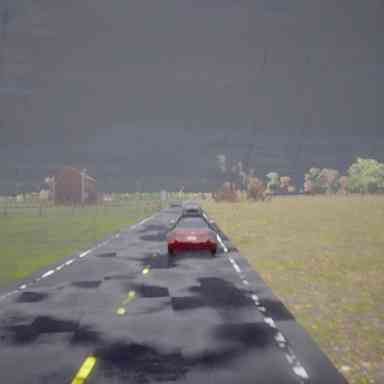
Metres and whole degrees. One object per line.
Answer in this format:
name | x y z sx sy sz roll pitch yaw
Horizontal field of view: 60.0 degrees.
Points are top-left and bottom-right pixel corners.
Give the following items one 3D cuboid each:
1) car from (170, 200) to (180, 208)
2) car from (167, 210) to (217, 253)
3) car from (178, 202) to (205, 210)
car | -2.717 2.126 58.344 1.994 1.385 4.181 0 -1 0
car | 0.011 1.700 14.324 1.994 1.385 4.181 0 0 0
car | 0.021 1.786 29.292 1.837 1.490 4.892 0 0 0
